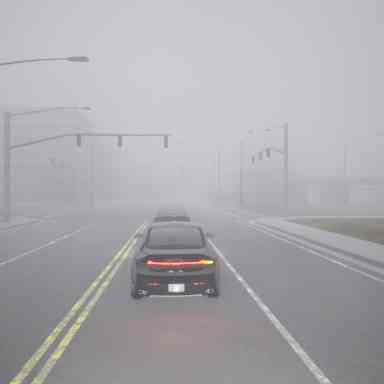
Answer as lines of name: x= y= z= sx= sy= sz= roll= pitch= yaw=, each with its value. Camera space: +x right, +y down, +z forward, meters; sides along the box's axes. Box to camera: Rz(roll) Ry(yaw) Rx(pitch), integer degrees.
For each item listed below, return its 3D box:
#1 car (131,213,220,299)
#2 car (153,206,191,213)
car: x=-0.444 y=1.507 z=8.500 sx=1.837 sy=1.490 sz=4.892 roll=0 pitch=0 yaw=-4
car: x=-1.083 y=1.481 z=17.972 sx=1.882 sy=1.535 sz=5.008 roll=0 pitch=0 yaw=-4
